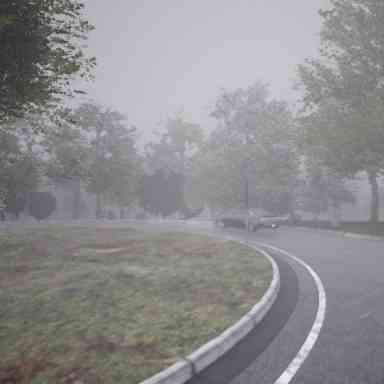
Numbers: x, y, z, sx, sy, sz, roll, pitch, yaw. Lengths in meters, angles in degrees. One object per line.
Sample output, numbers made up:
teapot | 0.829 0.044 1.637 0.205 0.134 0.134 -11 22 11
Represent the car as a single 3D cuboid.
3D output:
car | 3.390 1.767 21.169 2.128 1.511 4.902 0 -1 -32
